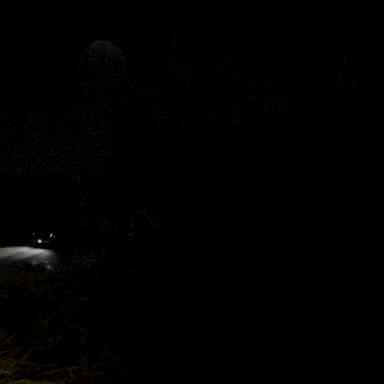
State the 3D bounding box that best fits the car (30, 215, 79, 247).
[{"bbox_3d":[-5.325,1.843,17.124,2.033,1.411,5.357,-2,-1,35],"label":"car"}]
